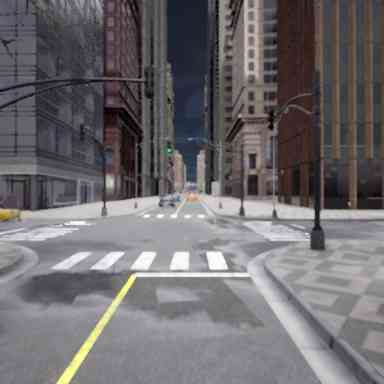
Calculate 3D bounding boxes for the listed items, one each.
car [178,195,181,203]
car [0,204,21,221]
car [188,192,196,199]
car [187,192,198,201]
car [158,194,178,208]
[{"bbox_3d":[-3.024,1.067,58.168,1.812,1.442,4.674,0,0,1],"label":"car"},{"bbox_3d":[-14.744,1.411,23.499,4.829,1.417,1.752,0,-1,0],"label":"car"},{"bbox_3d":[0.020,0.796,76.171,1.882,1.535,5.008,0,0,0],"label":"car"},{"bbox_3d":[0.019,0.839,66.104,2.097,1.767,4.553,0,0,0],"label":"car"},{"bbox_3d":[-3.074,1.192,41.252,1.812,1.442,4.674,0,0,0],"label":"car"}]
